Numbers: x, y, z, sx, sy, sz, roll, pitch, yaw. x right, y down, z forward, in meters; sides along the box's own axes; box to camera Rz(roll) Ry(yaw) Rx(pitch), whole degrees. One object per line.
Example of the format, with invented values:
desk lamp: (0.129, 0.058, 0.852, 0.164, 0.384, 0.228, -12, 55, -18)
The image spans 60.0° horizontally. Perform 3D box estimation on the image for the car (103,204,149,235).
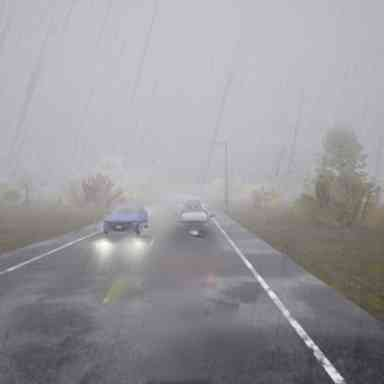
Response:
car: (-3.602, 1.456, 18.904, 1.882, 1.535, 5.008, 0, 0, 0)

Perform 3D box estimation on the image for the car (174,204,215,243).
car: (0.108, 1.509, 15.975, 1.812, 1.442, 4.674, 0, 0, 0)

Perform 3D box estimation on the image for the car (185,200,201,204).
car: (0.091, 1.495, 33.912, 2.033, 1.411, 5.357, 0, 0, 0)
